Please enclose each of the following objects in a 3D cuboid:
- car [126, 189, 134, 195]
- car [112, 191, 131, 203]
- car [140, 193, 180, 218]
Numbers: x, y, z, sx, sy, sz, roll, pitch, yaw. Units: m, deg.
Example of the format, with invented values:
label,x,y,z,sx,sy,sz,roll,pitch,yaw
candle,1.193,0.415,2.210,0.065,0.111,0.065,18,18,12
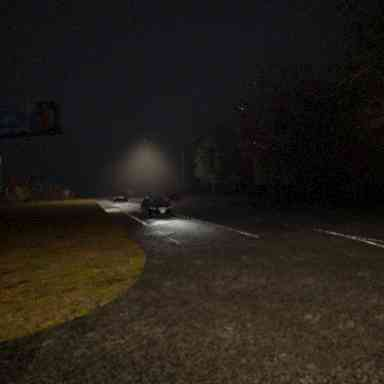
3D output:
label,x,y,z,sx,sy,sz,roll,pitch,yaw
car,-17.642,-0.047,93.425,2.097,1.767,4.553,-2,1,-18
car,-10.524,0.918,48.552,1.895,1.301,4.718,-2,1,-19
car,-2.793,1.071,25.577,2.128,1.511,4.902,-2,1,-18
